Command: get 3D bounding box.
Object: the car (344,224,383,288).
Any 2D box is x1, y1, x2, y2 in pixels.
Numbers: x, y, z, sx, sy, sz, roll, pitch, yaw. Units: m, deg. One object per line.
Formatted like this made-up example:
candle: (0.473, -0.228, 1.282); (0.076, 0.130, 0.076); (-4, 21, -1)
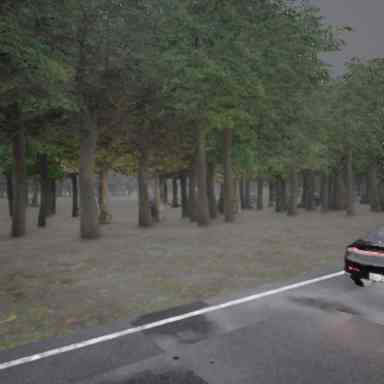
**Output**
car: (5.504, 1.396, 7.735); (4.902, 1.511, 2.128); (-1, 0, -35)
